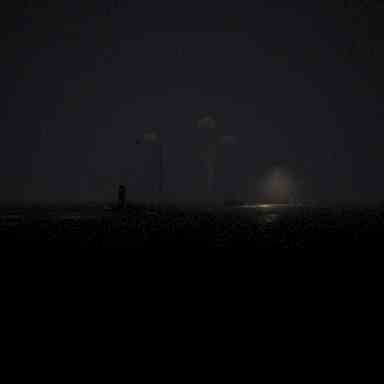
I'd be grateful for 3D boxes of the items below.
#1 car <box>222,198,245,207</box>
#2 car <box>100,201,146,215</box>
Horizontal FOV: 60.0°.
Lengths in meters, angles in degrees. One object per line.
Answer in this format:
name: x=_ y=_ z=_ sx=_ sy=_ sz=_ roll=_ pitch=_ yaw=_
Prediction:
car: x=7.141 y=1.806 z=56.535 sx=2.033 sy=1.411 sz=5.357 roll=1 pitch=0 yaw=36
car: x=-7.420 y=1.671 z=36.129 sx=2.033 sy=1.411 sz=5.357 roll=1 pitch=0 yaw=35
